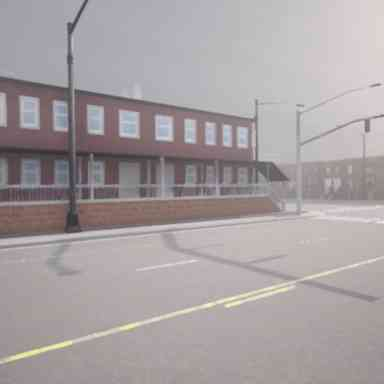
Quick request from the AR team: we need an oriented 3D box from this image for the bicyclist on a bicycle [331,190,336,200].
[{"bbox_3d":[23.101,0.498,54.338,1.656,1.620,0.582,-1,1,-36],"label":"bicyclist on a bicycle"}]
